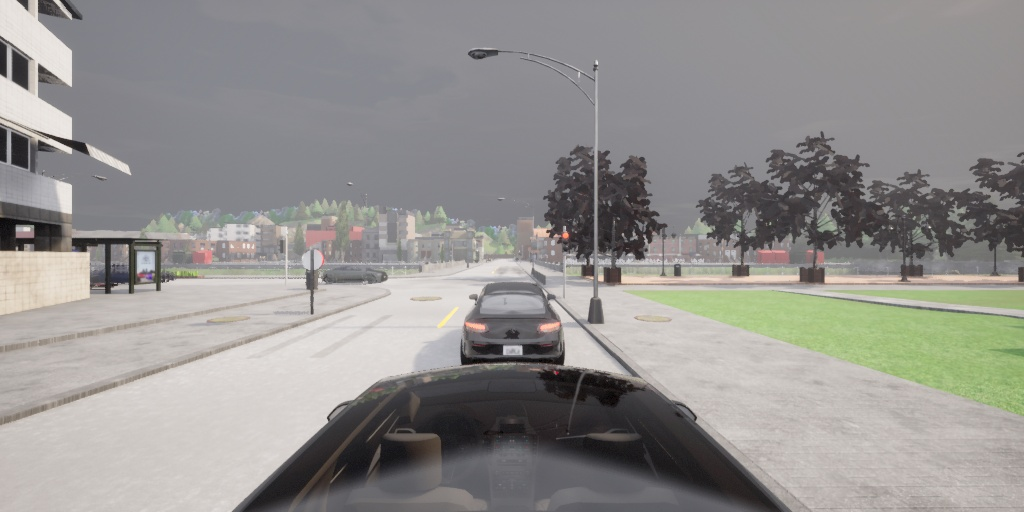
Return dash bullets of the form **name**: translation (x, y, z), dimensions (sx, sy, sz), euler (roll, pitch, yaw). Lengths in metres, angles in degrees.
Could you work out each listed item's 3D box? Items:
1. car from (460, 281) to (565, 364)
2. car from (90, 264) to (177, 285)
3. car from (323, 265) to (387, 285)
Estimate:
- **car**: translation (0.009, 1.276, 7.781), dimensions (1.812, 1.442, 4.674), euler (0, 0, 0)
- **car**: translation (-27.023, 1.297, 25.258), dimensions (5.357, 1.411, 2.033), euler (0, 0, 0)
- **car**: translation (-11.089, 1.314, 25.513), dimensions (4.181, 1.385, 1.994), euler (0, 0, -3)
